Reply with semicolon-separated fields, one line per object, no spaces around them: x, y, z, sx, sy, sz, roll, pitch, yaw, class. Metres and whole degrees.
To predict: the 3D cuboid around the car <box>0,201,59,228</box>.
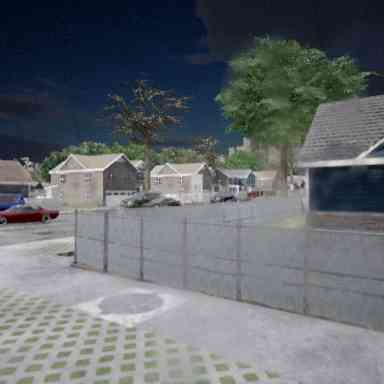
-11.404;1.520;22.006;1.895;1.301;4.718;0;0;33;car

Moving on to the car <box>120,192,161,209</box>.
-5.454;1.062;36.863;2.150;2.045;5.566;0;0;34;car

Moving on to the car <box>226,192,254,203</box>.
7.661;1.160;50.586;2.033;1.411;5.357;0;1;34;car

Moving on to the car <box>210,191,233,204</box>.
4.933;0.929;52.356;2.150;2.045;5.566;0;1;34;car

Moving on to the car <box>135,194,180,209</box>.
-3.197;1.306;34.382;1.882;1.535;5.008;0;0;34;car

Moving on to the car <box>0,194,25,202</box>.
-14.449;1.163;23.301;2.150;2.045;5.566;0;0;33;car
